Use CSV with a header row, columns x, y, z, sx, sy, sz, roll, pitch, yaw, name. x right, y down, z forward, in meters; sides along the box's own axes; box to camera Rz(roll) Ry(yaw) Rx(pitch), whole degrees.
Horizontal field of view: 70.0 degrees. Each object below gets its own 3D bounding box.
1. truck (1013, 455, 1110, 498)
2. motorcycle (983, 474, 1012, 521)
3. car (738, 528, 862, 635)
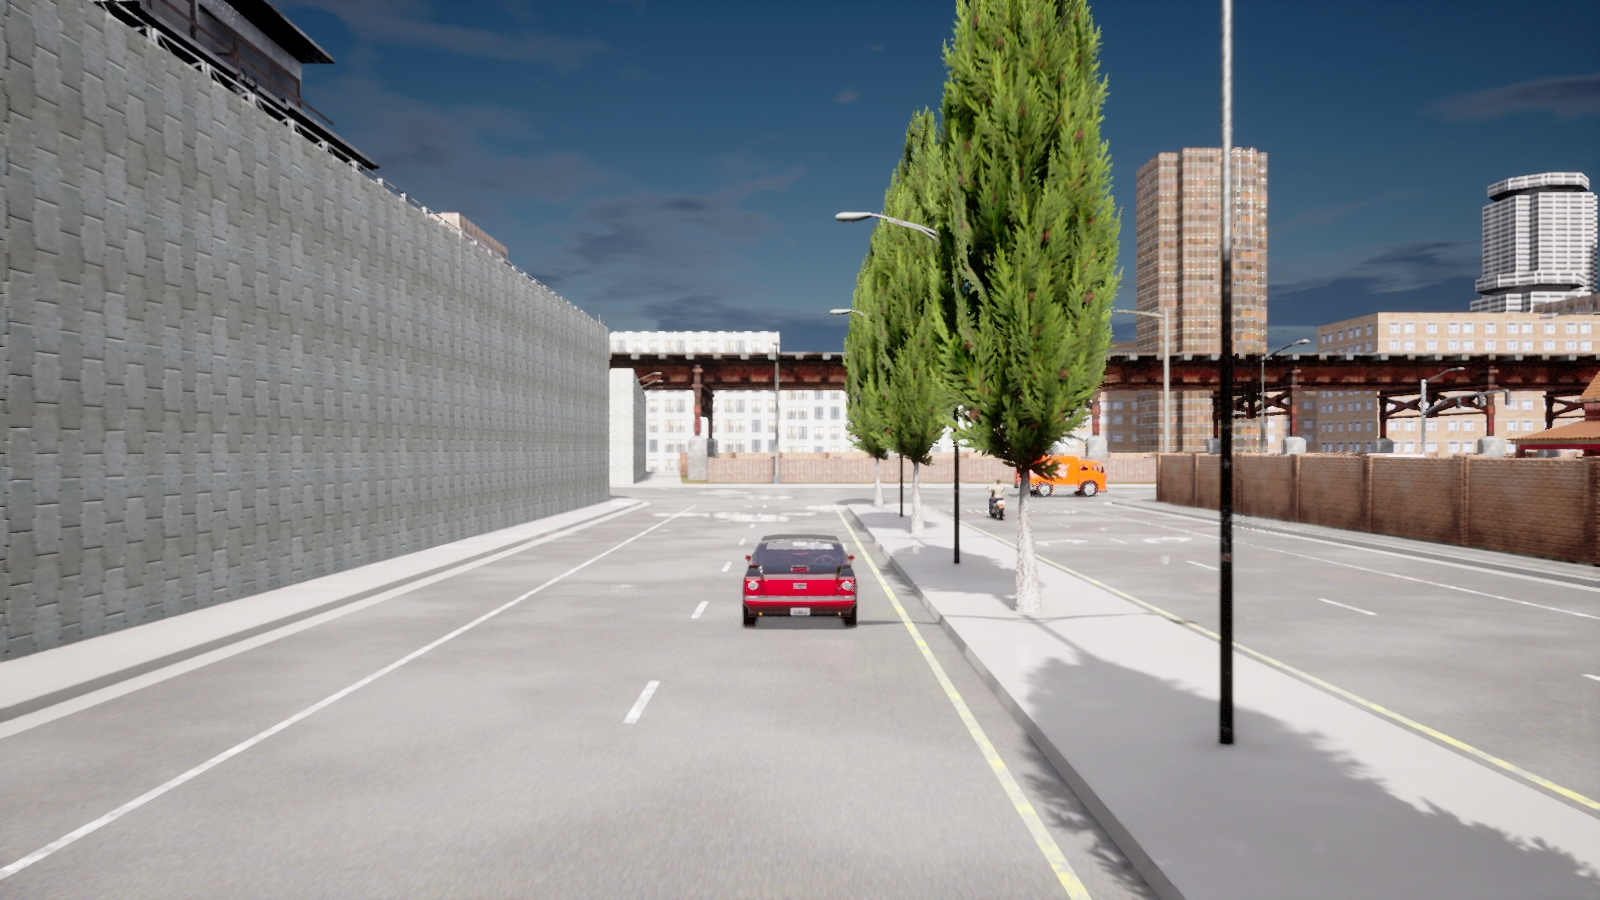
x,y,z,sx,sy,sz,roll,pitch,yaw,name
15.532,1.557,68.098,5.204,2.467,2.627,1,0,0,truck
8.015,1.907,46.551,0.764,1.802,2.356,0,0,0,motorcycle
-0.001,2.155,19.708,1.895,1.301,4.718,0,0,0,car
